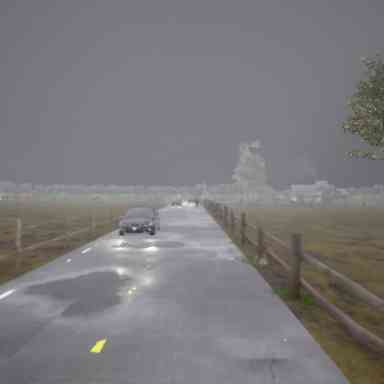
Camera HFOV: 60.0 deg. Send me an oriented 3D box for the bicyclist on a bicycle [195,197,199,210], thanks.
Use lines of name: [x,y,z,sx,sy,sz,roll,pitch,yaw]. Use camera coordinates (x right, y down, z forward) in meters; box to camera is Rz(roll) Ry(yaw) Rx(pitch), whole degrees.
bicyclist on a bicycle: [0.764,1.659,46.163,0.582,1.620,1.656,0,-1,0]

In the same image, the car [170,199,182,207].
car: [-2.773,1.868,59.418,2.033,1.411,5.357,0,-1,1]

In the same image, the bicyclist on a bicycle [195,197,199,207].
bicyclist on a bicycle: [0.766,1.656,55.723,0.659,1.776,1.843,0,0,0]

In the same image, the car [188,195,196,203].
car: [0.016,1.769,89.785,2.150,2.045,5.566,0,-1,0]

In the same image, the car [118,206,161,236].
car: [-2.846,1.571,18.835,1.837,1.490,4.892,0,0,0]

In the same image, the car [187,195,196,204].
car: [0.013,2.006,76.013,1.837,1.490,4.892,0,-1,0]
